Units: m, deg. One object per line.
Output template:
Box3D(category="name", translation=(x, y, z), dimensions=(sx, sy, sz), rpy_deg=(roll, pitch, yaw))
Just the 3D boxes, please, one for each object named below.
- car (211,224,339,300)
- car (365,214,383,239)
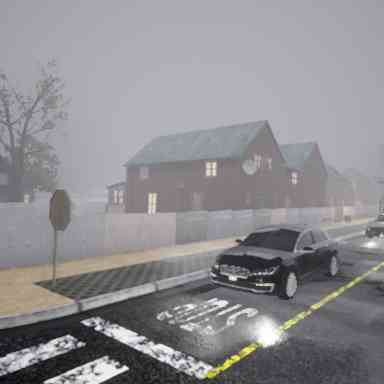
Box3D(category="car", translation=(2.471, 1.667, 9.030), dimensions=(1.837, 1.490, 4.892), rpy_deg=(0, -1, 41))
Box3D(category="car", translation=(12.127, 2.058, 20.210), dimensions=(2.033, 1.411, 5.357), rpy_deg=(0, -1, 41))
